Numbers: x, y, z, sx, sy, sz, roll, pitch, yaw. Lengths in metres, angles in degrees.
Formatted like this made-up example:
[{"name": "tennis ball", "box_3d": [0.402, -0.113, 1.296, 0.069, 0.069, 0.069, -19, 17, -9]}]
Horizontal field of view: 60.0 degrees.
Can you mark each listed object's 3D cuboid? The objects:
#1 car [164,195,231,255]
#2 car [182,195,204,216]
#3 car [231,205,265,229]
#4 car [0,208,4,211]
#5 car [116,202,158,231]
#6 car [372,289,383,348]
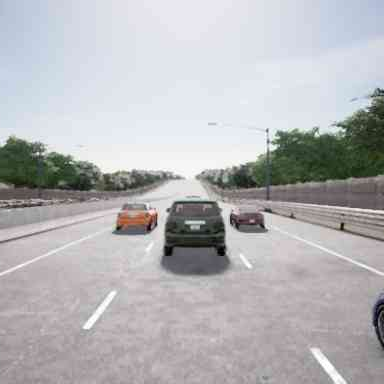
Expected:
[{"name": "car", "box_3d": [0.103, 1.245, 13.478, 2.150, 2.045, 5.566, 0, 0, 0]}, {"name": "car", "box_3d": [0.106, 1.361, 34.943, 2.150, 2.045, 5.566, 0, 0, 0]}, {"name": "car", "box_3d": [3.604, 1.586, 22.217, 1.812, 1.442, 4.674, 0, 0, 0]}, {"name": "car", "box_3d": [-14.101, 1.660, 22.257, 1.895, 1.301, 4.718, 0, 0, 0]}, {"name": "car", "box_3d": [-3.396, 1.408, 21.334, 2.097, 1.767, 4.553, 0, 0, 0]}, {"name": "car", "box_3d": [3.600, 1.527, 3.030, 1.812, 1.442, 4.674, 0, 0, 0]}]
